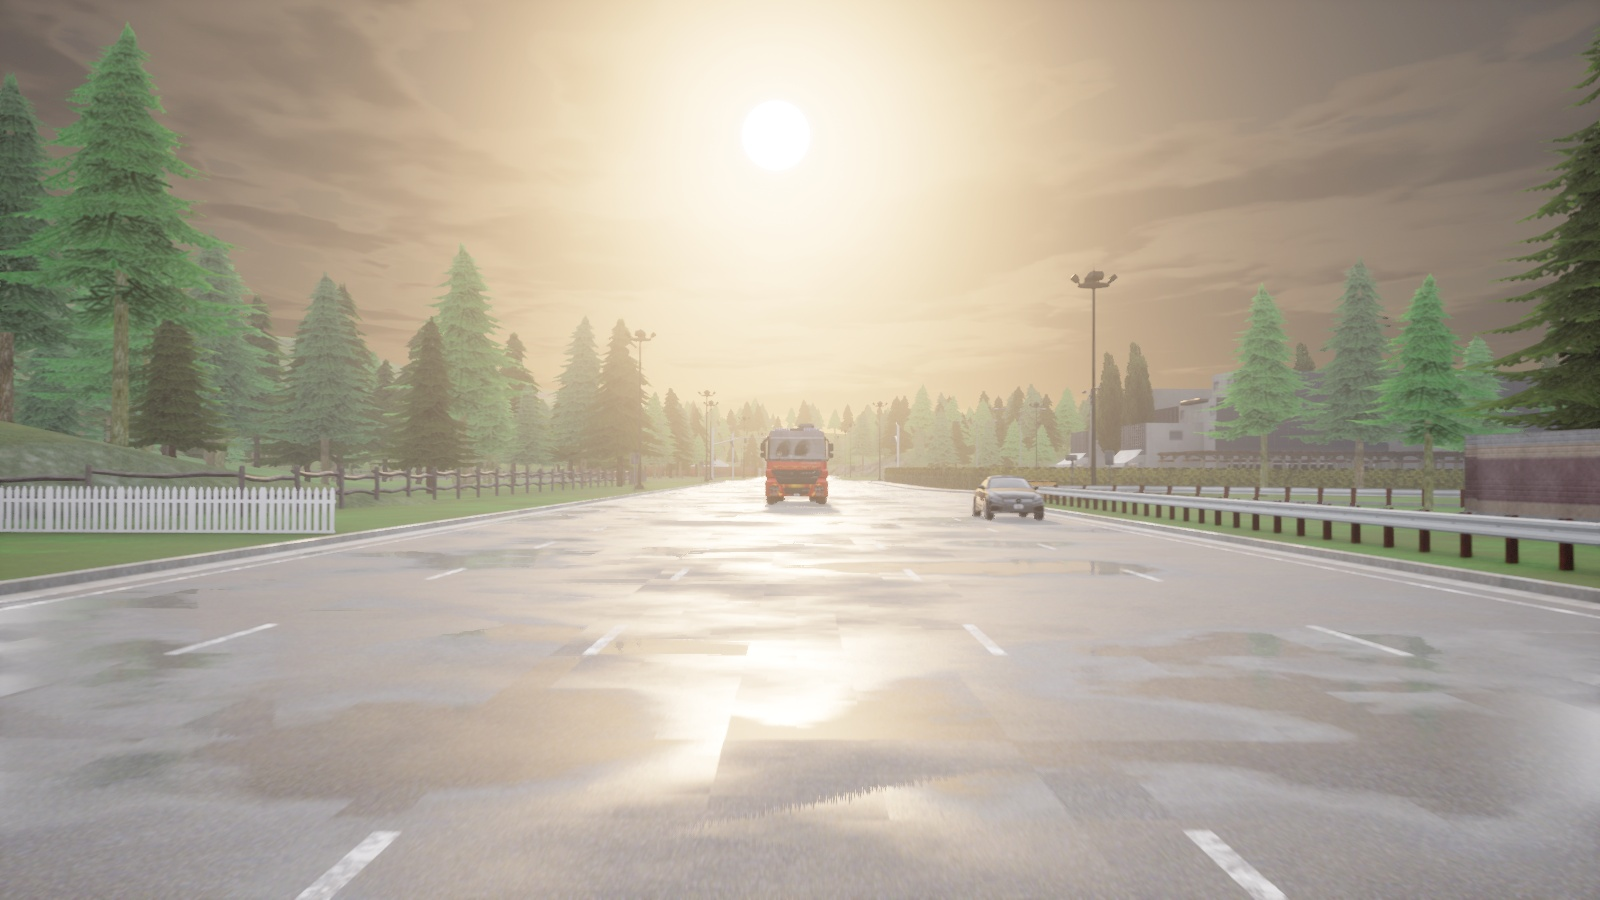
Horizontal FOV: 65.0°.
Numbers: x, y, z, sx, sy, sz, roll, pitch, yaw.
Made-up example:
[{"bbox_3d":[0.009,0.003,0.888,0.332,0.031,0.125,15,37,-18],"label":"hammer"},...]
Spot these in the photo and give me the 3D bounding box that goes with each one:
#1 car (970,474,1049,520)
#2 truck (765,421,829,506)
[{"bbox_3d":[6.903,1.513,41.835,1.812,1.442,4.674,0,-1,0],"label":"car"},{"bbox_3d":[-0.147,0.671,60.951,2.891,3.827,8.468,0,-1,0],"label":"truck"}]
